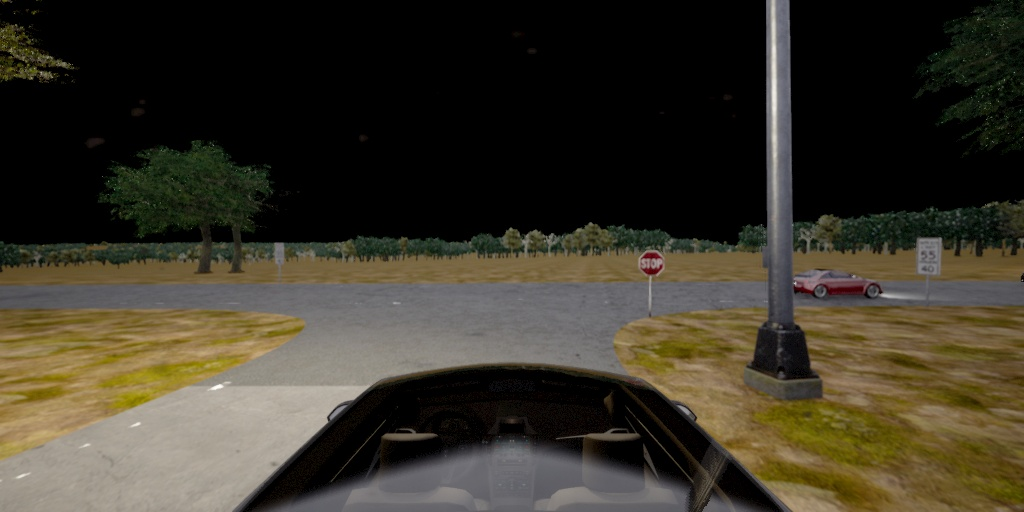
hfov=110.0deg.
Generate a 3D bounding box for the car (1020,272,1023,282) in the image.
[{"bbox_3d":[36.267,1.222,23.354,4.902,1.511,2.128,0,2,-3],"label":"car"}]

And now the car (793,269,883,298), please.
[{"bbox_3d":[16.866,1.403,18.940,4.181,1.385,1.994,0,2,-1],"label":"car"}]
